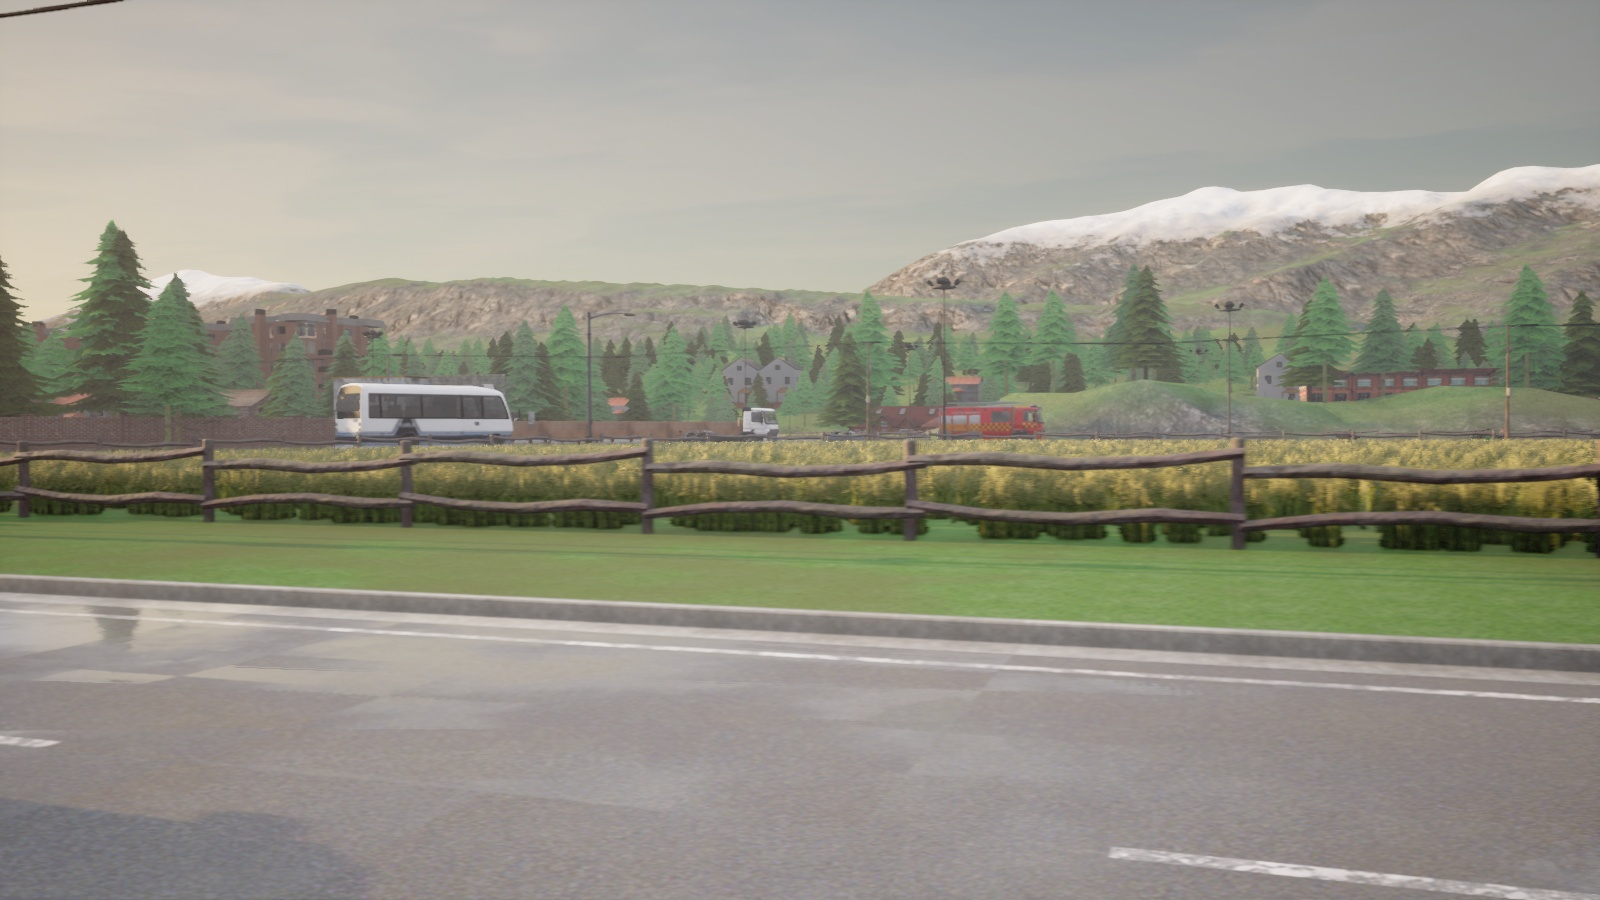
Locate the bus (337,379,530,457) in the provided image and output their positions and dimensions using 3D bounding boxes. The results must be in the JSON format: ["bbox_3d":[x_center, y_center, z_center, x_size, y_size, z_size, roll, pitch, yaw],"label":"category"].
[{"bbox_3d":[-21.304,-1.810,73.671,3.944,4.253,10.273,1,1,44],"label":"bus"}]
